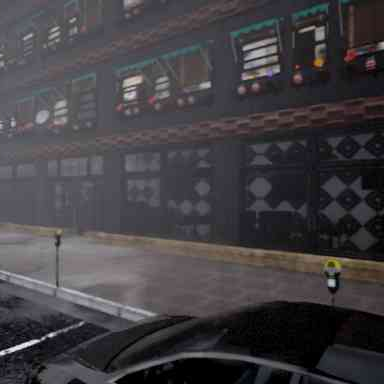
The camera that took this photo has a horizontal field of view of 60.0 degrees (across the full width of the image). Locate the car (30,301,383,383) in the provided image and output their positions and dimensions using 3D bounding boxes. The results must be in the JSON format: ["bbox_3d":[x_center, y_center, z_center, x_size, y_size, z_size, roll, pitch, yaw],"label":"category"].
[{"bbox_3d":[0.592,1.565,2.454,4.313,1.339,1.947,0,0,35],"label":"car"}]
